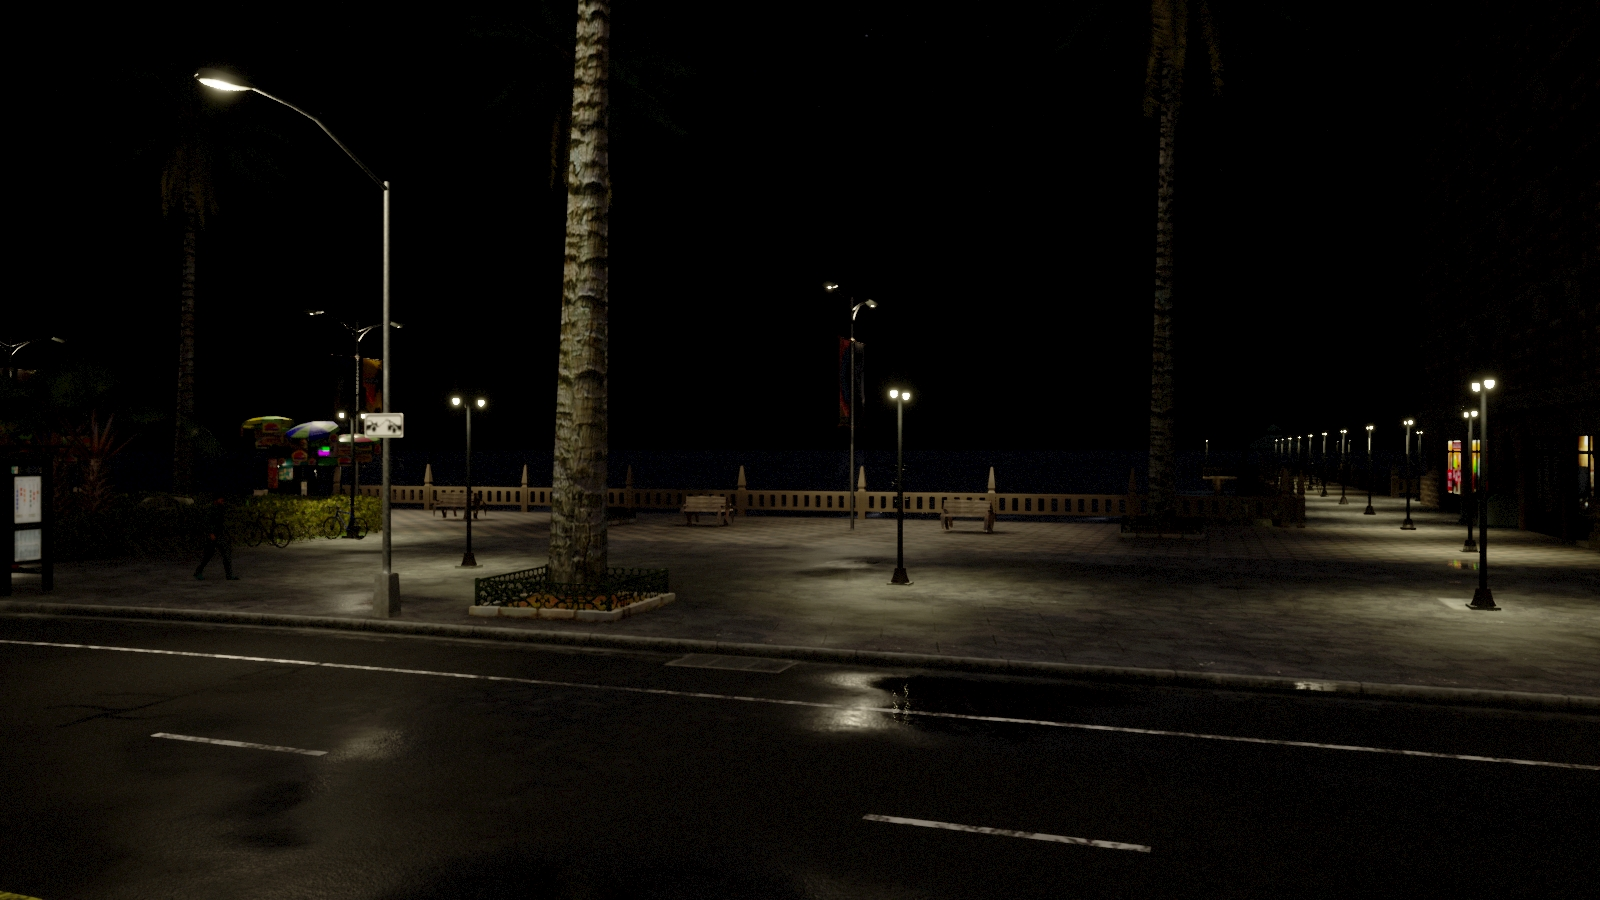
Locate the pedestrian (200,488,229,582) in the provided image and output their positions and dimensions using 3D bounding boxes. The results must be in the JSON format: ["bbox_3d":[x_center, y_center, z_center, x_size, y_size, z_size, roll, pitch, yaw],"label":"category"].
[{"bbox_3d":[-11.787,1.698,23.013,0.375,1.860,0.375,0,0,13],"label":"pedestrian"}]
